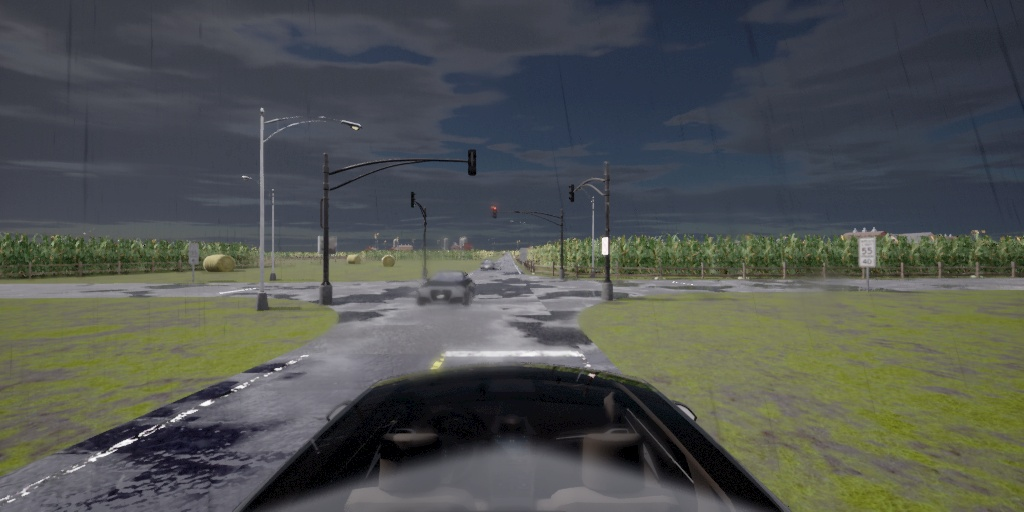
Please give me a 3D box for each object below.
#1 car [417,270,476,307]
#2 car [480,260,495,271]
[{"bbox_3d":[-2.666,1.316,15.360,1.994,1.385,4.181,0,0,0],"label":"car"},{"bbox_3d":[-3.283,1.247,48.995,2.128,1.511,4.902,0,1,-1],"label":"car"}]
